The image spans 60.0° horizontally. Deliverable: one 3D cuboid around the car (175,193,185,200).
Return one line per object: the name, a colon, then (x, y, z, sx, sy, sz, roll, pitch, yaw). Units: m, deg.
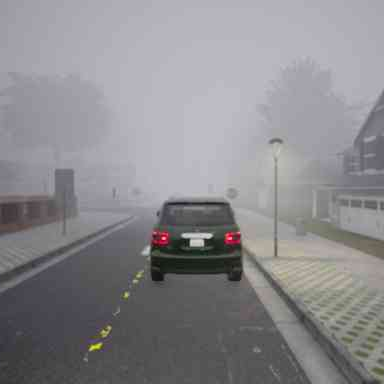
car: (-2.624, 0.989, 74.145, 1.994, 1.385, 4.181, 0, 0, 0)

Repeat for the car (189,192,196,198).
car: (0.148, 0.705, 86.893, 1.837, 1.490, 4.892, 0, 0, 0)

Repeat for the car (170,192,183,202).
car: (-2.703, 0.884, 59.040, 2.097, 1.767, 4.553, 0, 0, 1)

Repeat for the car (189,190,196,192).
car: (0.130, 0.641, 76.502, 2.150, 2.045, 5.566, 0, 0, 0)

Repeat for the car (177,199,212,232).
car: (0.137, 1.296, 19.949, 1.882, 1.535, 5.008, 0, 1, 0)

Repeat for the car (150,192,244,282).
car: (0.112, 1.126, 9.587, 2.150, 2.045, 5.566, 0, 0, 0)
